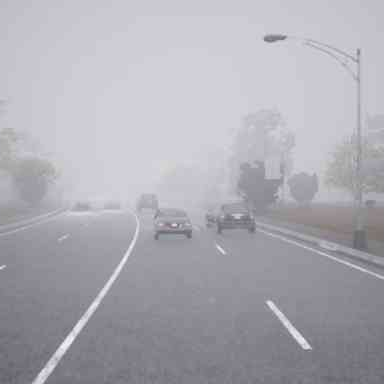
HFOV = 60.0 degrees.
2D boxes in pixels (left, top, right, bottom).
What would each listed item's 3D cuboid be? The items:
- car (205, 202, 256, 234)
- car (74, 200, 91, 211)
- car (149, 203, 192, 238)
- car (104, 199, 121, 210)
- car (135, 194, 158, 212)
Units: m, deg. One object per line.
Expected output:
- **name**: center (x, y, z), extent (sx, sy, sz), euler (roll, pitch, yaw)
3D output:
- **car**: center (2.110, 1.333, 19.447), extent (2.097, 1.767, 4.553), euler (0, 0, -7)
- **car**: center (-13.226, 1.586, 40.340), extent (1.895, 1.301, 4.718), euler (0, 0, -16)
- **car**: center (-1.120, 1.536, 17.578), extent (2.033, 1.411, 5.357), euler (0, 0, -7)
- **car**: center (-10.014, 1.546, 41.763), extent (1.994, 1.385, 4.181), euler (0, 0, -16)
- **car**: center (-5.270, 1.201, 38.513), extent (2.150, 2.045, 5.566), euler (0, 0, -15)
